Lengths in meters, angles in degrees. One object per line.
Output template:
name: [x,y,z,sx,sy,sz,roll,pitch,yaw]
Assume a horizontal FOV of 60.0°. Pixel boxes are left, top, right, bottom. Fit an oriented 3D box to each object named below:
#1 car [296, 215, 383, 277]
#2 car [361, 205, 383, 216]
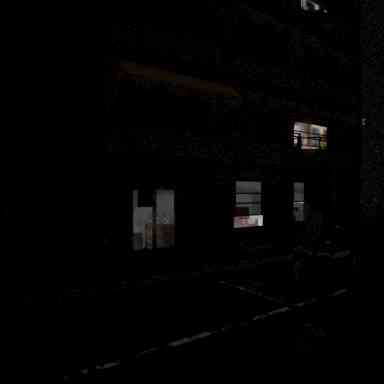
car: [5.012,1.582,10.209,4.206,1.307,1.802,0,0,-36]
car: [16.791,1.888,32.071,1.895,1.301,4.718,0,-1,-36]
